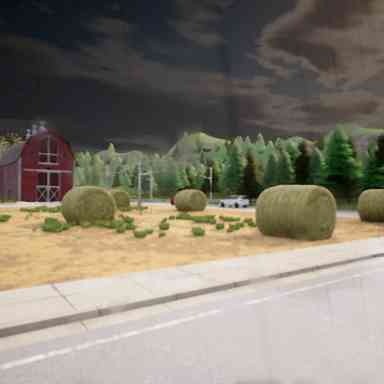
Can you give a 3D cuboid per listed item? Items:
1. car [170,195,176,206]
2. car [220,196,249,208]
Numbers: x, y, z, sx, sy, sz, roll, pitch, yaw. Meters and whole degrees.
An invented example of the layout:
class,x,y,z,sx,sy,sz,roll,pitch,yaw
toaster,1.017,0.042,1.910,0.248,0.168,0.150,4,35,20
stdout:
class,x,y,z,sx,sy,sz,roll,pitch,yaw
car,-1.784,1.574,61.068,2.150,2.045,5.566,1,-1,-38
car,7.041,1.623,55.544,2.150,2.045,5.566,1,0,-38
